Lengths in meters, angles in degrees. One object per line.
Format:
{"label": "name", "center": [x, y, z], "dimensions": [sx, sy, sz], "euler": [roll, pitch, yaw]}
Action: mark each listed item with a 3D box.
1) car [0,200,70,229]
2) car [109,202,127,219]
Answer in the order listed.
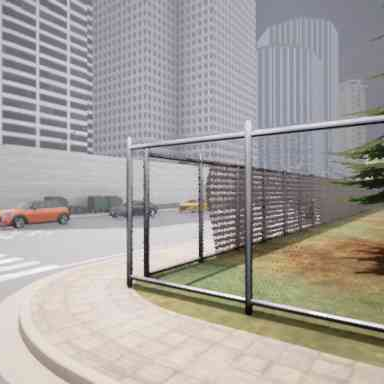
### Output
{"label": "car", "center": [-10.459, 1.359, 21.895], "dimensions": [2.097, 1.767, 4.553], "euler": [0, 0, 35]}
{"label": "car", "center": [-5.122, 1.512, 29.403], "dimensions": [1.837, 1.490, 4.892], "euler": [0, 0, 36]}
